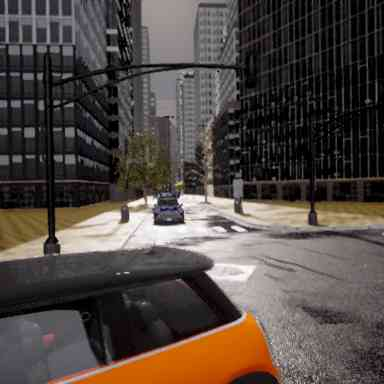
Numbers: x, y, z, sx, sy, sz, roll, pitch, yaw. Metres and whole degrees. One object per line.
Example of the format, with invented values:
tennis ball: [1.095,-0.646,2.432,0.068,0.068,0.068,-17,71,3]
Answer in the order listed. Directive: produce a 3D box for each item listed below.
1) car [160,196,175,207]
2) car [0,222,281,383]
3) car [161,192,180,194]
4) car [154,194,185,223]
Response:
car: [-3.750,1.380,50.939,2.033,1.411,5.357,-1,0,-4]
car: [-1.531,1.359,2.386,4.553,1.767,2.097,-1,1,-33]
car: [-2.622,1.094,36.059,2.150,2.045,5.566,-1,0,-5]
car: [-1.725,1.259,24.561,2.097,1.767,4.553,-1,0,-5]
